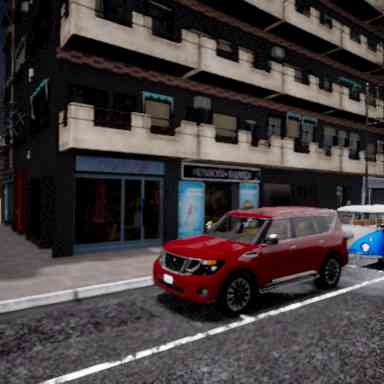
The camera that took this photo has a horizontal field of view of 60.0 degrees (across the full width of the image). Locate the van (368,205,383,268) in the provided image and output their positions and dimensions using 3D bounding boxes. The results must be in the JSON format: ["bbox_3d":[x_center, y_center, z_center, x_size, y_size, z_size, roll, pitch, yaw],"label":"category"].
[{"bbox_3d":[6.223,1.328,10.973,3.998,1.788,1.690,0,1,-35],"label":"van"}]

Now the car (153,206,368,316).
[{"bbox_3d":[1.613,1.309,7.688,5.009,1.841,2.192,0,1,-35],"label":"car"}]
